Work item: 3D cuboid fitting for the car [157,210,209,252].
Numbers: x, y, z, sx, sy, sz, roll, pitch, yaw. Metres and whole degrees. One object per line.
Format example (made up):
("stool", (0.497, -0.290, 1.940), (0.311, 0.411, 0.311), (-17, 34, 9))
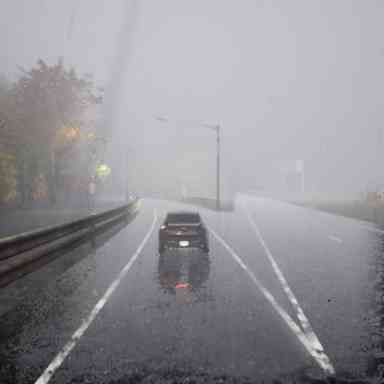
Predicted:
("car", (-0.377, 1.501, 13.741), (1.837, 1.490, 4.892), (0, 0, -3))
